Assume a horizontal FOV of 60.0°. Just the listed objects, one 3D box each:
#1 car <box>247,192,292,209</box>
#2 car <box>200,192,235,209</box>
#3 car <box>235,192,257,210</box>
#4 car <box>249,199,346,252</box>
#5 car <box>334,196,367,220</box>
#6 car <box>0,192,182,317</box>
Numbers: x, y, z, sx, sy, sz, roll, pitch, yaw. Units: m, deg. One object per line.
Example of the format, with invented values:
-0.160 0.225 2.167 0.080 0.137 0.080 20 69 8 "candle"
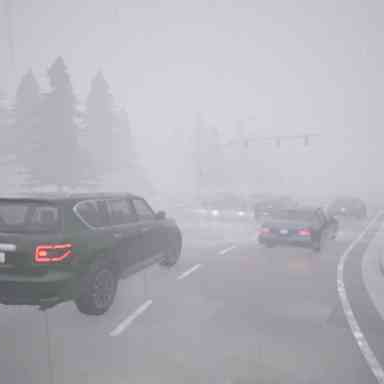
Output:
5.379 0.934 20.712 1.837 1.490 4.892 1 2 32 "car"
2.821 0.719 29.961 2.033 1.411 5.357 1 2 33 "car"
5.698 0.752 27.966 1.837 1.490 4.892 1 2 33 "car"
4.121 1.208 12.321 2.033 1.411 5.357 1 2 31 "car"
10.176 0.972 21.749 1.994 1.385 4.181 1 2 32 "car"
-2.015 1.003 7.404 2.150 2.045 5.566 1 1 18 "car"
